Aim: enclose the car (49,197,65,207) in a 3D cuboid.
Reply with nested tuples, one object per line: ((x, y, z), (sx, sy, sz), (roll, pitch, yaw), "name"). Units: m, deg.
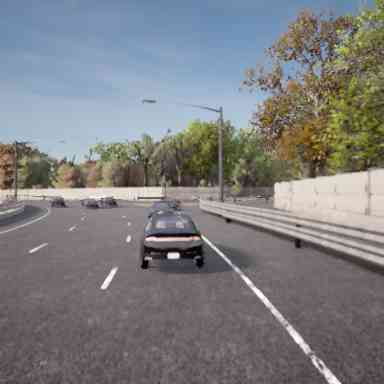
((-20.996, 1.519, 51.746), (1.837, 1.490, 4.892), (0, 0, -29), "car")

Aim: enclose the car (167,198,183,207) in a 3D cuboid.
((-2.304, 1.453, 40.569), (2.128, 1.511, 4.902), (0, 0, 9), "car")

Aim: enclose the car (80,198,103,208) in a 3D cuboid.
((-14.574, 1.545, 47.188), (2.033, 1.411, 5.357), (0, 0, -26), "car")

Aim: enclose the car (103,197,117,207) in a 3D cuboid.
((-13.113, 1.492, 51.815), (1.837, 1.490, 4.892), (0, 0, -28), "car")

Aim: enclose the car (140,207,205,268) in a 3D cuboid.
((-0.722, 1.481, 11.277), (2.128, 1.511, 4.902), (0, 0, -5), "car")

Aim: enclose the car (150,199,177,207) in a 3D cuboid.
((-2.487, 1.541, 27.380), (1.994, 1.385, 4.181), (0, 0, -5), "car")
